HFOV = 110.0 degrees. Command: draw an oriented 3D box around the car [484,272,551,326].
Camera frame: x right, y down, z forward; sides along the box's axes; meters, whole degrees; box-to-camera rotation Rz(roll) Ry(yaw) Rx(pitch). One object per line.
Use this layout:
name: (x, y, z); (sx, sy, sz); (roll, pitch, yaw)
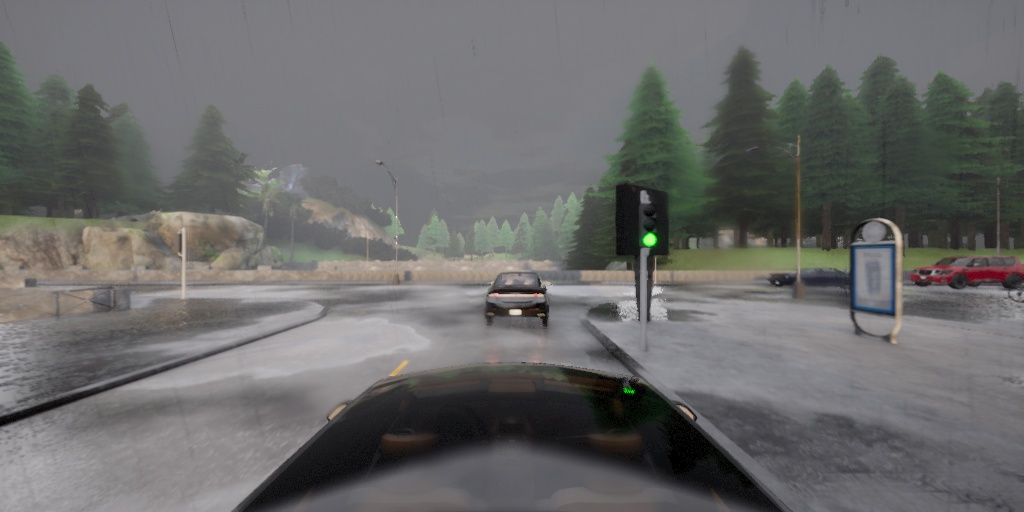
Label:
car: (0.258, 1.261, 11.801); (2.128, 1.511, 4.902); (0, 0, 4)

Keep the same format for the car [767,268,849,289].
car: (19.052, 1.392, 22.744); (4.718, 1.301, 1.895); (0, 0, 0)

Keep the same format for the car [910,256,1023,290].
car: (28.847, 1.012, 22.734); (5.566, 2.045, 2.150); (0, 0, 0)

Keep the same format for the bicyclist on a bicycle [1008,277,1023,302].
bicyclist on a bicycle: (20.980, 1.119, 14.339); (0.582, 1.620, 1.656); (-1, 0, 0)
